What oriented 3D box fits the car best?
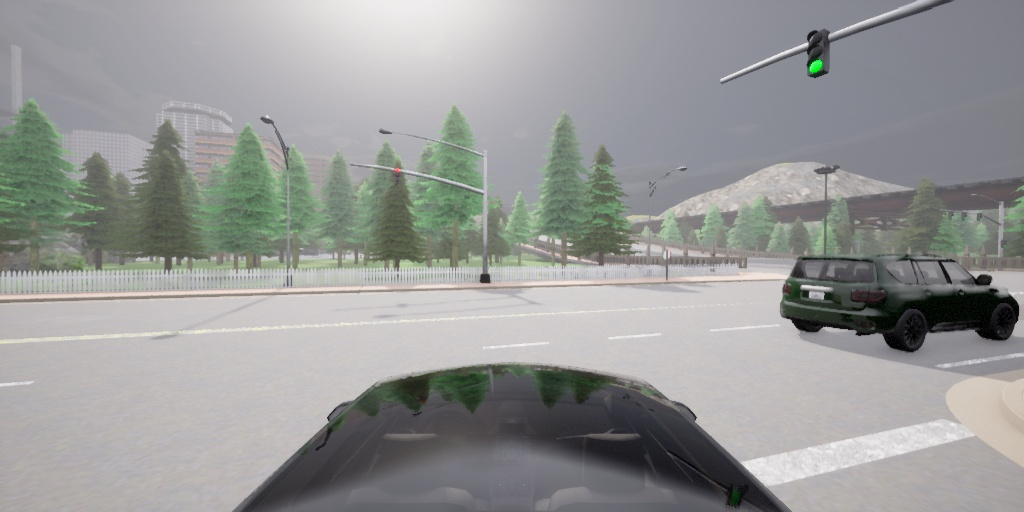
[{"bbox_3d":[9.308,0.963,8.715,5.566,2.045,2.150,0,1,-17],"label":"car"}]
